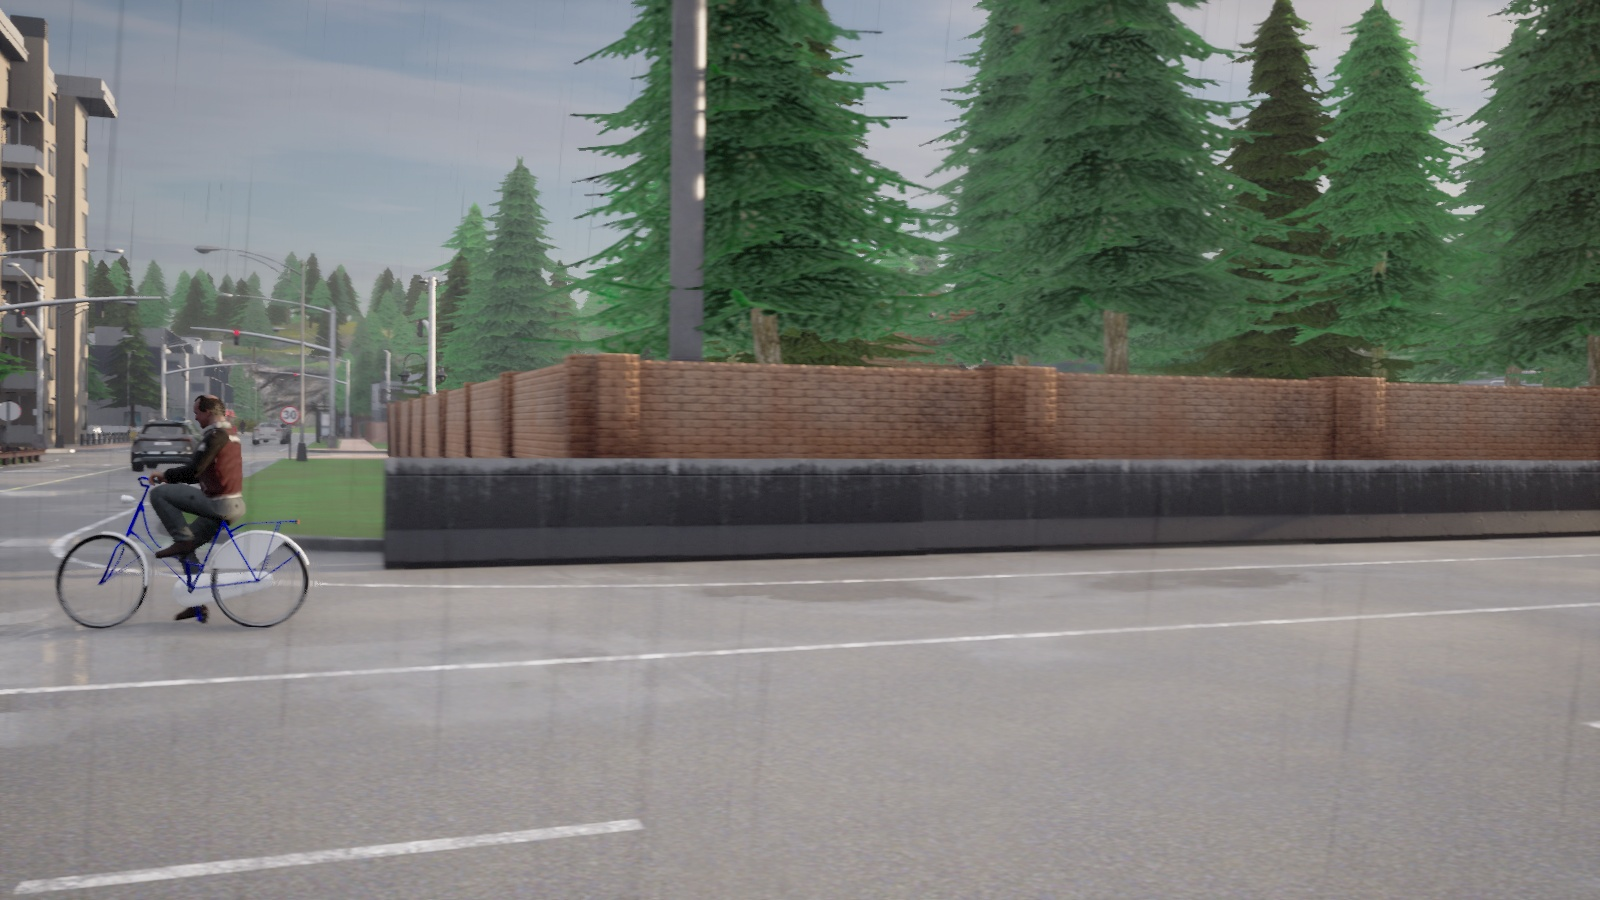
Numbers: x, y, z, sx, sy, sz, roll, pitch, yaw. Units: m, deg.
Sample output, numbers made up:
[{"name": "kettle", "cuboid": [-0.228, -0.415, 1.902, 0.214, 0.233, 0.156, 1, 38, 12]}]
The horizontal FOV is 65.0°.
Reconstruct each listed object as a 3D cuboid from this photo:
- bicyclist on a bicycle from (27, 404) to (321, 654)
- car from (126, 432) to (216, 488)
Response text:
[{"name": "bicyclist on a bicycle", "cuboid": [-4.625, 0.566, 9.376, 1.843, 1.776, 0.659, 0, -1, -6]}, {"name": "car", "cuboid": [-20.140, 0.269, 40.397, 2.033, 1.649, 4.856, -1, 1, -20]}]
